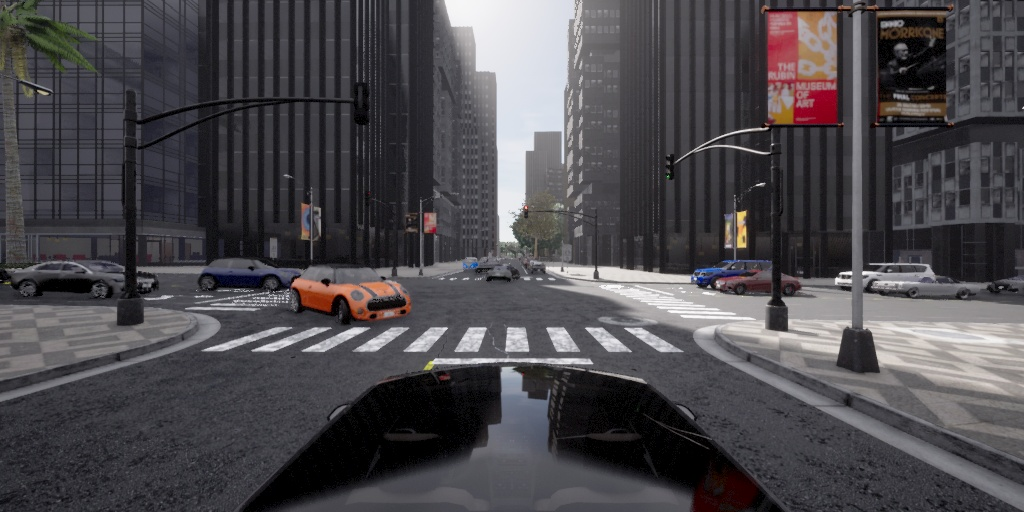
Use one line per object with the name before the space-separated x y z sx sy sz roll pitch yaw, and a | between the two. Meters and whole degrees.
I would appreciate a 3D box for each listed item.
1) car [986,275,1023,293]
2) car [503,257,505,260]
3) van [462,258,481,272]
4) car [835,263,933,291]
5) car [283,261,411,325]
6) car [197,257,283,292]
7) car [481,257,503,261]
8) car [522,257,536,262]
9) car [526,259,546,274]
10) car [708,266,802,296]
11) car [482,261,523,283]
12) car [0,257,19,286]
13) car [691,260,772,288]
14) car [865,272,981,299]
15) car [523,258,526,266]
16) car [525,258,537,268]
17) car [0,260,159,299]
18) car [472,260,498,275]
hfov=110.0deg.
car | 35.928 2.022 24.853 4.181 1.385 1.994 1 0 0
car | -2.682 1.270 59.519 1.837 1.490 4.892 0 0 1
van | -5.482 1.101 47.366 1.690 1.789 3.998 0 0 1
car | 25.887 1.488 24.904 5.566 2.045 2.150 1 0 0
car | -5.389 1.077 11.885 4.553 1.767 2.097 1 1 37
car | -13.280 0.891 18.548 4.553 1.767 2.097 1 0 -3
car | -2.789 1.113 49.269 2.097 1.767 4.553 0 0 1
car | 3.152 1.079 58.309 2.192 1.841 5.009 0 0 1
car | 2.988 1.308 41.771 2.007 1.370 4.403 0 0 1
car | 14.844 1.579 21.701 4.674 1.442 1.812 1 0 0
car | -0.676 1.344 28.985 1.994 1.385 4.181 0 0 12
car | -29.067 0.766 18.432 4.892 1.490 1.837 1 0 0
car | 15.530 1.294 24.943 5.566 2.045 2.150 1 0 0
car | 24.824 1.841 21.660 4.718 1.301 1.895 1 0 0
car | 3.097 1.312 52.796 2.007 1.370 4.403 0 0 1
car | 3.044 1.285 47.453 1.751 1.417 4.829 0 0 1
car | -17.833 0.943 15.135 4.902 1.511 2.128 1 0 0
car | -2.896 1.358 38.986 1.895 1.301 4.718 0 0 1
